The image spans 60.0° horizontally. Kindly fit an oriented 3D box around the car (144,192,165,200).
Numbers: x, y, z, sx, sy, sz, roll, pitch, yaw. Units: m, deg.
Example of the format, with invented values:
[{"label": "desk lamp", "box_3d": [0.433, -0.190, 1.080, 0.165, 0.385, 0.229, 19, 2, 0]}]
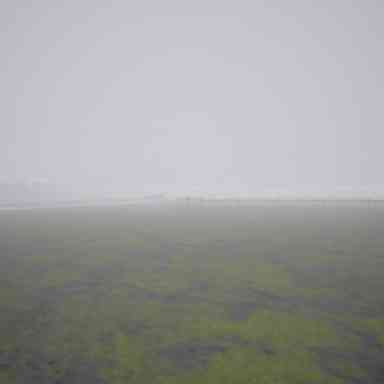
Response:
[{"label": "car", "box_3d": [-7.417, 0.784, 67.415, 2.033, 1.411, 5.357, 0, 1, 32]}]
